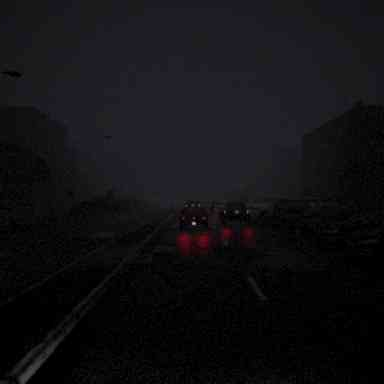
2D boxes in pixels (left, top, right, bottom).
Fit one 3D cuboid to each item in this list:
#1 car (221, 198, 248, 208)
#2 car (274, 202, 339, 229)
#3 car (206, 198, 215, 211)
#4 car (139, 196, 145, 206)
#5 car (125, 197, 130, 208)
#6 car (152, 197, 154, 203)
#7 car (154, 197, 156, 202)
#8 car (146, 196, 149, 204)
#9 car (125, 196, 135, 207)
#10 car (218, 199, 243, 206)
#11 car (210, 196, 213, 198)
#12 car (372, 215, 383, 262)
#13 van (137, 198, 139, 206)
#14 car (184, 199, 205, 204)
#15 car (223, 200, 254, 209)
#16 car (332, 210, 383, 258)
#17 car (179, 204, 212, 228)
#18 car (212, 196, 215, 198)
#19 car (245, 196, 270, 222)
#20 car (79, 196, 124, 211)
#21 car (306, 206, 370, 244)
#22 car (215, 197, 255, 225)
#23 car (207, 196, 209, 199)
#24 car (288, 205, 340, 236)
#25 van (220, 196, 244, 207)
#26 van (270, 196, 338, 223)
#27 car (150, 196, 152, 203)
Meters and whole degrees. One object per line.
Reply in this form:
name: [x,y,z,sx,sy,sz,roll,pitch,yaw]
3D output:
car: [7.718,1.903,60.687,4.553,1.767,2.185,0,-1,0]
car: [7.661,1.543,19.326,5.008,1.535,2.097,0,0,0]
car: [3.130,1.841,41.666,1.837,1.490,4.892,0,-1,0]
car: [-12.783,1.825,66.368,5.566,2.045,2.435,0,0,0]
car: [-12.845,1.978,52.476,4.792,1.488,2.163,0,-1,0]
car: [-12.774,2.179,83.047,5.008,1.535,2.097,0,0,0]
car: [-12.939,2.214,88.604,5.366,1.575,1.946,0,0,0]
car: [-12.786,2.132,74.584,5.008,1.535,2.097,0,0,0]
car: [-12.887,1.725,55.133,5.566,2.045,2.435,0,-1,0]
car: [7.689,2.116,66.202,4.674,1.452,2.002,0,0,0]
car: [7.673,1.916,79.993,5.566,2.045,2.435,0,0,0]
car: [7.642,1.485,8.302,5.008,1.535,2.097,0,0,0]
van: [-12.939,1.828,63.469,4.442,1.987,1.878,0,0,0]
car: [0.131,1.677,40.810,2.097,1.767,4.553,0,-1,0]
car: [7.654,2.005,55.169,4.792,1.488,2.163,0,-1,0]
car: [7.655,1.495,11.058,4.892,1.521,2.231,0,0,0]
car: [0.118,1.696,22.937,1.895,1.301,4.718,0,-1,0]
car: [7.669,2.025,77.235,4.553,1.767,2.185,0,0,0]
car: [7.633,1.373,27.599,5.566,2.045,2.435,0,-1,0]
car: [-12.933,1.632,46.797,5.566,2.045,2.435,0,-1,0]
car: [7.658,1.508,13.814,4.892,1.521,2.231,0,0,0]
car: [3.116,1.470,25.259,2.097,1.767,4.553,0,-1,0]
car: [7.684,2.033,93.774,5.566,2.045,2.435,0,-1,0]
car: [7.623,1.552,16.570,4.792,1.488,2.163,0,0,0]
van: [7.572,1.827,63.445,4.442,1.987,1.878,0,-1,0]
van: [7.773,1.339,21.962,4.442,1.987,1.878,0,-1,0]
car: [-12.783,2.164,80.144,4.892,1.521,2.231,0,0,0]
